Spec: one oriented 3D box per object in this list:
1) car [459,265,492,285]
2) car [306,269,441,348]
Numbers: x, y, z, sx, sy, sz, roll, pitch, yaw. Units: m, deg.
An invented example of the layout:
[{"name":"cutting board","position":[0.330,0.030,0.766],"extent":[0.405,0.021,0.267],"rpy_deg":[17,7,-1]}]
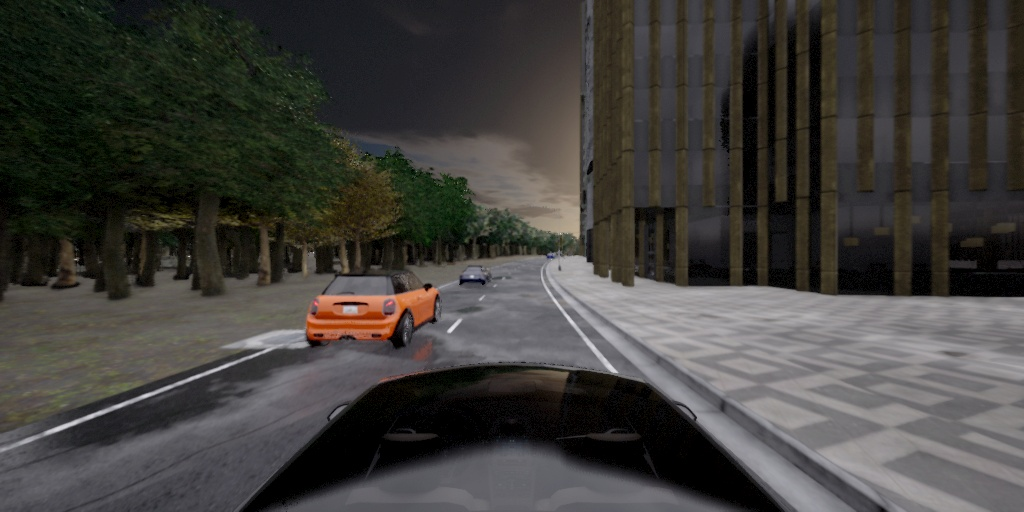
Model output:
[{"name":"car","position":[-2.697,1.388,27.012],"extent":[1.994,1.385,4.181],"rpy_deg":[0,0,3]},{"name":"car","position":[-3.297,1.133,9.517],"extent":[2.097,1.767,4.553],"rpy_deg":[0,0,1]}]
